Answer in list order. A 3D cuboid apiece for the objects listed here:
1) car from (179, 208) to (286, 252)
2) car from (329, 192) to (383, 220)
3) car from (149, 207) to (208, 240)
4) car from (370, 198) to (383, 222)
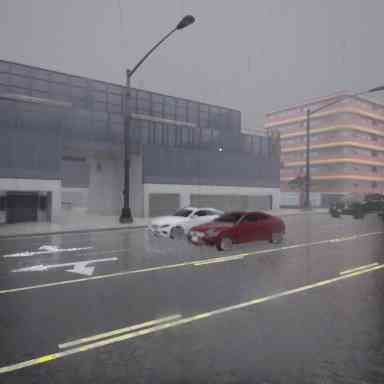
[{"bbox_3d":[2.006,1.505,14.010,4.674,1.442,1.812,-1,0,-35],"label":"car"},{"bbox_3d":[13.158,1.050,26.147,5.566,2.045,2.150,0,0,-35],"label":"car"},{"bbox_3d":[0.064,1.503,16.921,4.674,1.442,1.812,0,0,-35],"label":"car"},{"bbox_3d":[14.857,1.318,23.067,4.902,1.511,2.128,0,0,-35],"label":"car"}]
